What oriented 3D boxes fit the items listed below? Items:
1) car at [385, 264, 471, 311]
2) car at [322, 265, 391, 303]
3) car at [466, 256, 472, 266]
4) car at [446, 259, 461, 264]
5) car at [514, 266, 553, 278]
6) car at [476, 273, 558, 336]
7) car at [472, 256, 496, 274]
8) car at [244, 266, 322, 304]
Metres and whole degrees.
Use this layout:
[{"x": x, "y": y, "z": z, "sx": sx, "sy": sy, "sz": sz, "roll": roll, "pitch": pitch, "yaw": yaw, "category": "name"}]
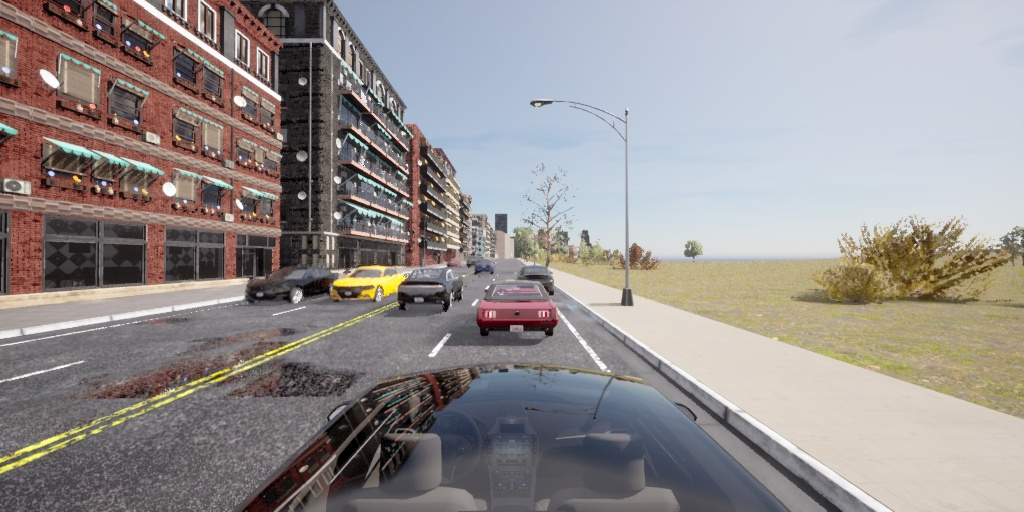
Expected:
[{"x": -3.107, "y": 1.244, "z": 14.442, "sx": 2.128, "sy": 1.511, "sz": 4.902, "roll": 0, "pitch": 0, "yaw": 0, "category": "car"}, {"x": -6.549, "y": 1.229, "z": 16.842, "sx": 1.882, "sy": 1.535, "sz": 5.008, "roll": 0, "pitch": 0, "yaw": 0, "category": "car"}, {"x": -6.375, "y": 0.974, "z": 60.528, "sx": 2.150, "sy": 2.045, "sz": 5.566, "roll": 0, "pitch": 0, "yaw": 1, "category": "car"}, {"x": -9.630, "y": 1.227, "z": 59.450, "sx": 1.882, "sy": 1.535, "sz": 5.008, "roll": 0, "pitch": 0, "yaw": 0, "category": "car"}, {"x": 1.198, "y": 1.257, "z": 19.537, "sx": 1.837, "sy": 1.490, "sz": 4.892, "roll": 0, "pitch": 0, "yaw": 0, "category": "car"}, {"x": 0.128, "y": 1.352, "z": 10.336, "sx": 1.895, "sy": 1.301, "sz": 4.718, "roll": 0, "pitch": 0, "yaw": 0, "category": "car"}, {"x": -3.013, "y": 1.104, "z": 40.914, "sx": 2.097, "sy": 1.767, "sz": 4.553, "roll": 0, "pitch": 0, "yaw": 0, "category": "car"}, {"x": -9.801, "y": 1.229, "z": 16.439, "sx": 1.882, "sy": 1.535, "sz": 5.008, "roll": 0, "pitch": 0, "yaw": 0, "category": "car"}]
